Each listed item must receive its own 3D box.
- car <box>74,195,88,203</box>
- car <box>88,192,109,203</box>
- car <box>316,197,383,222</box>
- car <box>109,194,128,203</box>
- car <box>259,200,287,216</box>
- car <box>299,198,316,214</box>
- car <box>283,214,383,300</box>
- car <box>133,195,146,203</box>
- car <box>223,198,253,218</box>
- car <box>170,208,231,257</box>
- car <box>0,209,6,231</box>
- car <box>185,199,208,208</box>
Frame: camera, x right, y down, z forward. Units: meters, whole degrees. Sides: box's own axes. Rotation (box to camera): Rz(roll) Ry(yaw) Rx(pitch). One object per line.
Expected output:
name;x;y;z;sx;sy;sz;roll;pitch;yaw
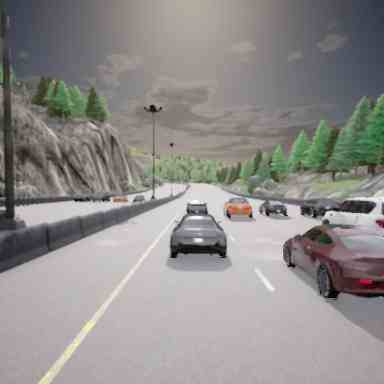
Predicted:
car;-20.291;1.295;61.732;1.895;1.301;4.718;0;0;1
car;-16.792;0.932;61.761;2.150;2.045;5.566;0;0;1
car;7.248;1.206;13.530;2.150;2.045;5.566;0;0;1
car;-13.298;1.078;61.913;2.097;1.767;4.553;0;0;1
car;7.451;1.452;30.775;1.812;1.442;4.674;0;0;1
car;10.928;1.300;28.881;2.097;1.767;4.553;0;0;1
car;3.679;1.513;8.237;1.812;1.442;4.674;0;0;1
car;-9.797;1.257;62.127;1.837;1.490;4.892;0;0;1
car;3.929;1.269;28.962;2.097;1.767;4.553;0;0;1
car;0.234;1.520;12.720;1.994;1.385;4.181;0;0;1
car;-10.430;1.391;15.480;2.128;1.511;4.902;0;0;1
car;0.439;1.389;29.910;2.128;1.511;4.902;0;0;1
